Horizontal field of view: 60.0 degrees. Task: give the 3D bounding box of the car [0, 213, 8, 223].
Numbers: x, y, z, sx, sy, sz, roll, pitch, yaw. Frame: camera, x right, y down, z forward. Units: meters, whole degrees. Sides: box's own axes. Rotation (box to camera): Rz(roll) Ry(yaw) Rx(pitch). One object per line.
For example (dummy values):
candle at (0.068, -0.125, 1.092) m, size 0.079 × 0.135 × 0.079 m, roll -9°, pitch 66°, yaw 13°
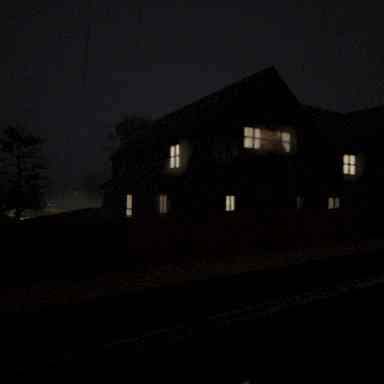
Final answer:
car at (-19.089, 2.440, 31.465) m, size 2.128 × 1.511 × 4.902 m, roll 1°, pitch -2°, yaw -10°
